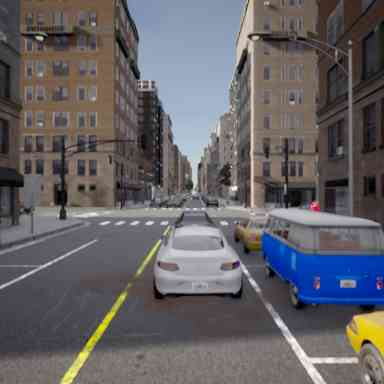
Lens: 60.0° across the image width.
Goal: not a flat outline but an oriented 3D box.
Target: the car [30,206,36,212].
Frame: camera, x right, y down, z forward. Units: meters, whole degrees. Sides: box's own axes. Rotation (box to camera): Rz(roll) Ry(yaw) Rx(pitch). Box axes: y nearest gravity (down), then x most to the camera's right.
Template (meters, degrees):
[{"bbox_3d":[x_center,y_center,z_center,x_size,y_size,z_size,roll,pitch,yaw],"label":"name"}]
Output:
[{"bbox_3d":[-17.891,1.366,32.492,4.892,1.490,1.837,0,-1,0],"label":"car"}]

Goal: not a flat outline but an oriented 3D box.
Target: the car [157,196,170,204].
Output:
[{"bbox_3d":[-5.264,1.549,62.087,2.008,1.369,4.403,1,0,1],"label":"car"}]

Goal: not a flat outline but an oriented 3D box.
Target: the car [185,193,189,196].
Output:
[{"bbox_3d":[-2.246,1.473,73.348,1.882,1.535,5.008,0,0,1],"label":"car"}]

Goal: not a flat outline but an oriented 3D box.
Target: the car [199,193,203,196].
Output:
[{"bbox_3d":[3.671,1.539,89.618,2.008,1.369,4.403,1,0,1],"label":"car"}]

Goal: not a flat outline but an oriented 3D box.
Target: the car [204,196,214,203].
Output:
[{"bbox_3d":[3.343,1.540,67.497,1.887,1.381,4.507,1,0,1],"label":"car"}]

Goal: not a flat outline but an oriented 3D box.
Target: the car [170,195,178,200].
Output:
[{"bbox_3d":[-4.853,1.556,89.731,1.947,1.339,4.313,1,0,1],"label":"car"}]

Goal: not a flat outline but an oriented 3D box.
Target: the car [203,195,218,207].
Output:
[{"bbox_3d":[3.096,1.565,50.907,1.947,1.339,4.313,1,0,1],"label":"car"}]

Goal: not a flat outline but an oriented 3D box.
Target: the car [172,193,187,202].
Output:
[{"bbox_3d":[-2.544,1.487,58.857,2.128,1.511,4.902,0,0,1],"label":"car"}]

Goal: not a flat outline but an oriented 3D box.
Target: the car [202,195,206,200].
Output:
[{"bbox_3d":[3.179,1.543,56.437,1.887,1.381,4.507,1,0,1],"label":"car"}]

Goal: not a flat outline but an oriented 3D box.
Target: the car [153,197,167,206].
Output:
[{"bbox_3d":[-5.347,1.565,56.558,1.947,1.339,4.313,1,0,1],"label":"car"}]

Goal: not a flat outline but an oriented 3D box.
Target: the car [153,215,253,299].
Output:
[{"bbox_3d":[0.096,1.526,8.309,1.812,1.442,4.674,0,0,-1],"label":"car"}]

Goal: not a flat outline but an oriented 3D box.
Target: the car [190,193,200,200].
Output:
[{"bbox_3d":[1.030,1.512,91.956,1.812,1.442,4.674,0,0,1],"label":"car"}]

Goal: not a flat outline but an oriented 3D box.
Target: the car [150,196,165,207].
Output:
[{"bbox_3d":[-5.429,1.582,51.030,1.802,1.307,4.206,1,0,1],"label":"car"}]

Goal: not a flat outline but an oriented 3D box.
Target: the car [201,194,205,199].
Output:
[{"bbox_3d":[3.260,1.548,61.967,2.008,1.369,4.403,1,0,1],"label":"car"}]

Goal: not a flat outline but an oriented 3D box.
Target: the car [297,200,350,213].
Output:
[{"bbox_3d":[15.281,1.708,38.902,5.357,1.411,2.033,0,-1,0],"label":"car"}]

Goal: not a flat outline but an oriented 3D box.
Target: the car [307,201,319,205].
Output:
[{"bbox_3d":[15.629,1.352,35.654,5.566,2.045,2.150,0,-1,0],"label":"car"}]

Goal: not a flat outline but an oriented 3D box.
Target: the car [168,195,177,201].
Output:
[{"bbox_3d":[-4.937,1.517,84.032,1.752,1.417,4.829,1,0,1],"label":"car"}]

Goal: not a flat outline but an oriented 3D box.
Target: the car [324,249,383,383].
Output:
[{"bbox_3d":[2.680,1.525,2.067,1.752,1.417,4.829,1,0,0],"label":"car"}]

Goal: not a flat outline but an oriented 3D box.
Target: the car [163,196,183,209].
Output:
[{"bbox_3d":[-2.541,1.565,45.654,1.994,1.385,4.181,0,0,-2],"label":"car"}]

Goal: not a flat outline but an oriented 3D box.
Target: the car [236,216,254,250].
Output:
[{"bbox_3d":[2.704,1.526,13.414,1.752,1.417,4.829,1,0,0],"label":"car"}]

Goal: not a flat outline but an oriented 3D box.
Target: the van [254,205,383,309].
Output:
[{"bbox_3d":[2.693,1.341,7.571,1.690,1.788,3.998,1,0,0],"label":"van"}]

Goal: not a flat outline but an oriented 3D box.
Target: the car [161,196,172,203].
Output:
[{"bbox_3d":[-5.182,1.542,67.616,1.887,1.381,4.507,1,0,1],"label":"car"}]

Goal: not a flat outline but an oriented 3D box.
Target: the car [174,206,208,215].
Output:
[{"bbox_3d":[0.124,1.565,15.757,1.994,1.385,4.181,0,0,0],"label":"car"}]

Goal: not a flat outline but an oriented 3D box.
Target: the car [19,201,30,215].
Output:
[{"bbox_3d":[-17.224,1.360,29.243,4.674,1.442,1.812,0,-1,2],"label":"car"}]
